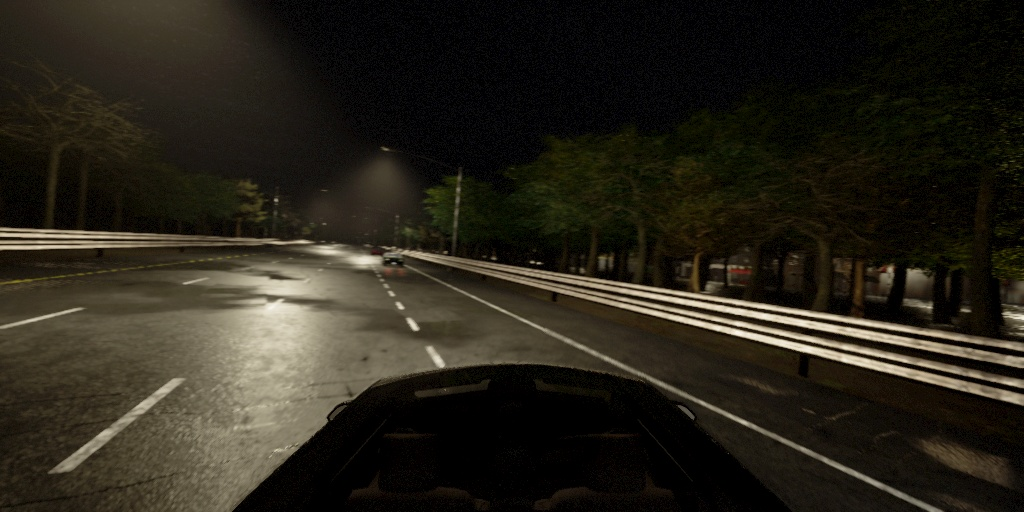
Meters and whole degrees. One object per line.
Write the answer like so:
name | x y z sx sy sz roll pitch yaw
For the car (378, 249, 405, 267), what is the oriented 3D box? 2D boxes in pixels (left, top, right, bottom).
car | -11.854 0.322 35.465 1.895 1.301 4.718 5 0 -23
